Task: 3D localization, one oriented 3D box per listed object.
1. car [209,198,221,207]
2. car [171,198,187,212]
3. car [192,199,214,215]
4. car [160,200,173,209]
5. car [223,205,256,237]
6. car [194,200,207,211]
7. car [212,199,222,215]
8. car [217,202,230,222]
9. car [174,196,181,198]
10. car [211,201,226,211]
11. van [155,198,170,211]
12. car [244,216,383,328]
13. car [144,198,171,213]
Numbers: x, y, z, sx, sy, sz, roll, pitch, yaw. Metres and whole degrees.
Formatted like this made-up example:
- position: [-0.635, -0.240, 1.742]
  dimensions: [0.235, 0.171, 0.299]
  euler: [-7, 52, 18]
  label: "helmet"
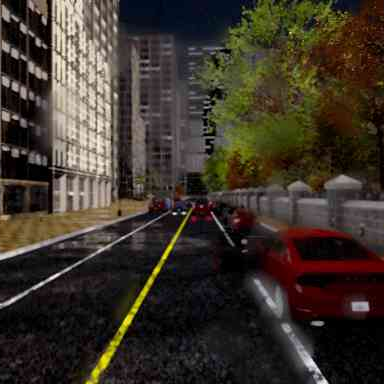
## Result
- position: [4.051, 1.880, 59.284]
  dimensions: [1.967, 1.590, 4.097]
  euler: [0, 0, 1]
  label: "car"
- position: [-1.609, 1.921, 45.108]
  dimensions: [2.033, 1.411, 5.357]
  euler: [0, 0, 2]
  label: "car"
- position: [1.064, 1.649, 37.772]
  dimensions: [2.097, 1.767, 4.553]
  euler: [0, 0, 1]
  label: "car"
- position: [-4.099, 2.041, 54.005]
  dimensions: [1.802, 1.307, 4.206]
  euler: [0, 0, 1]
  label: "car"
- position: [3.136, 1.726, 20.446]
  dimensions: [1.802, 1.307, 4.206]
  euler: [0, 0, 1]
  label: "car"
- position: [1.214, 1.877, 47.589]
  dimensions: [1.837, 1.490, 4.892]
  euler: [0, 0, 1]
  label: "car"
- position: [3.529, 1.839, 37.090]
  dimensions: [1.947, 1.339, 4.313]
  euler: [0, 0, 1]
  label: "car"
- position: [3.267, 1.753, 25.994]
  dimensions: [1.947, 1.339, 4.313]
  euler: [0, 0, 1]
  label: "car"
- position: [-3.433, 1.937, 76.160]
  dimensions: [2.192, 1.841, 5.009]
  euler: [0, 0, 1]
  label: "car"
- position: [3.791, 1.940, 48.186]
  dimensions: [1.802, 1.307, 4.206]
  euler: [0, 0, 1]
  label: "car"
- position: [-4.231, 1.759, 48.468]
  dimensions: [1.690, 1.788, 3.998]
  euler: [0, 0, 1]
  label: "van"
- position: [2.492, 1.520, 7.278]
  dimensions: [1.882, 1.535, 5.008]
  euler: [0, 0, 1]
  label: "car"
- position: [-4.363, 1.691, 42.929]
  dimensions: [2.192, 1.841, 5.009]
  euler: [0, 0, 1]
  label: "car"
